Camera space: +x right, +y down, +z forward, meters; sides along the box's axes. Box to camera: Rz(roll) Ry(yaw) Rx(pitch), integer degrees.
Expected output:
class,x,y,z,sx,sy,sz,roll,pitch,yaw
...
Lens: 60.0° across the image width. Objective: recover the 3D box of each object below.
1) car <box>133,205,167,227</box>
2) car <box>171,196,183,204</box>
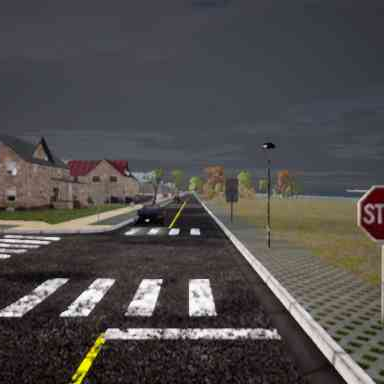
class,x,y,z,sx,sy,sz,roll,pitch,yaw
car,-2.767,1.569,22.742,1.994,1.385,4.181,0,0,0
car,-2.796,1.523,63.105,1.837,1.490,4.892,0,0,0
